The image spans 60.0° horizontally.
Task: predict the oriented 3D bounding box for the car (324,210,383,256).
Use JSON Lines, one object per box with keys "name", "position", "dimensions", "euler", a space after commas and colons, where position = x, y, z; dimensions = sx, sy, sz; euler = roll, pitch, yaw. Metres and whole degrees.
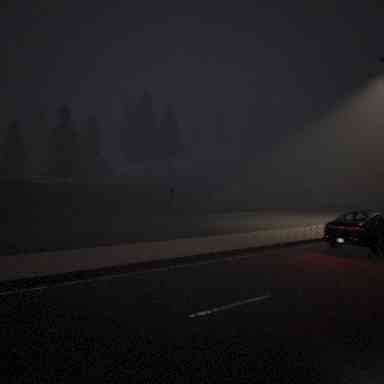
{"name": "car", "position": [7.237, 1.491, 13.207], "dimensions": [4.902, 1.511, 2.128], "euler": [0, 0, -35]}
